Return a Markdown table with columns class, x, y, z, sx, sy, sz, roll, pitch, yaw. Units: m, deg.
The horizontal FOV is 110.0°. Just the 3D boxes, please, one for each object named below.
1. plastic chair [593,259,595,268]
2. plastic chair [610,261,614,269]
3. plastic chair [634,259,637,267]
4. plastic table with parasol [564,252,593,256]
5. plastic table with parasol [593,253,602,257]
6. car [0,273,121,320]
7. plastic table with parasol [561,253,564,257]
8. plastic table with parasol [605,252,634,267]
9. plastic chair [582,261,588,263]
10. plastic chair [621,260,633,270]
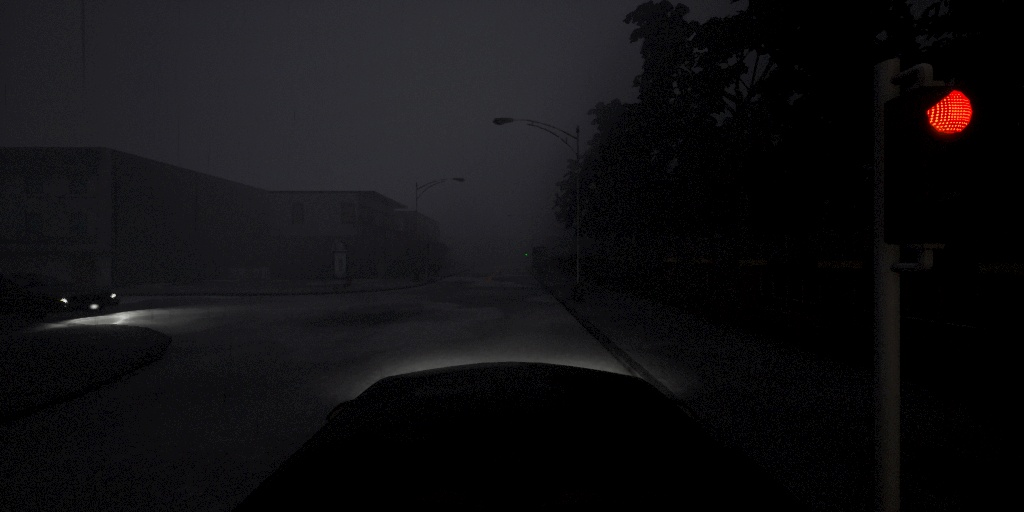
| class | x | y | z | sx | sy | sz | roll | pitch | yaw |
| --- | --- | --- | --- | --- | --- | --- | --- | --- | --- |
| plastic chair | 13.755 | 1.304 | 58.518 | 0.730 | 1.272 | 0.750 | 0 | 0 | -35 |
| plastic chair | 14.350 | 1.306 | 50.290 | 0.730 | 1.272 | 0.750 | 0 | 0 | -35 |
| plastic chair | 18.680 | 1.161 | 54.638 | 0.750 | 1.272 | 0.730 | 0 | 0 | -39 |
| plastic table with parasol | 10.007 | 0.684 | 53.933 | 2.482 | 2.480 | 2.482 | 0 | 0 | -40 |
| plastic table with parasol | 14.707 | 0.673 | 59.405 | 2.482 | 2.480 | 2.482 | 0 | 0 | -42 |
| car | -16.567 | 1.297 | 11.943 | 5.357 | 1.411 | 2.033 | 0 | 0 | 0 |
| plastic table with parasol | 10.723 | 0.705 | 62.374 | 2.482 | 2.480 | 2.482 | 0 | 0 | -40 |
| plastic table with parasol | 15.324 | 0.694 | 51.191 | 2.482 | 2.480 | 2.482 | 0 | 0 | -40 |
| plastic chair | 10.738 | 1.310 | 52.936 | 0.750 | 1.272 | 0.730 | 0 | 0 | -40 |
| plastic chair | 16.056 | 1.296 | 50.192 | 0.750 | 1.272 | 0.730 | 0 | 0 | -40 |
